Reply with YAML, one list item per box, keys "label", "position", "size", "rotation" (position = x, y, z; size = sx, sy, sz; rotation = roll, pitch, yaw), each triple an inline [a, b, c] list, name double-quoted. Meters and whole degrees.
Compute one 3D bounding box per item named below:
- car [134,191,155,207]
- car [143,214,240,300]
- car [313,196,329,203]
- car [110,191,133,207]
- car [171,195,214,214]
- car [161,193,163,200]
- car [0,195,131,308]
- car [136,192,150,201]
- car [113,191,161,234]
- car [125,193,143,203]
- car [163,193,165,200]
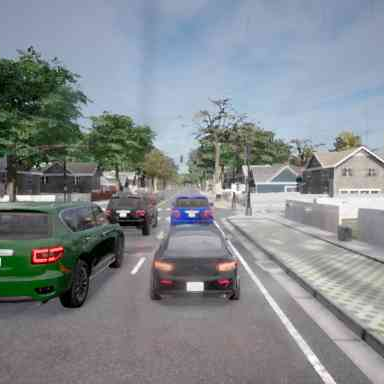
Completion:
- label: "car"
  position: [-6.572, 0.886, 46.856]
  size: [2.150, 2.045, 5.566]
  rotation: [0, 1, 0]
- label: "car"
  position: [0.070, 1.513, 8.230]
  size: [1.812, 1.442, 4.674]
  rotation: [0, 0, 0]
- label: "car"
  position: [13.296, 1.196, 34.409]
  size: [4.902, 1.511, 2.128]
  rotation: [0, 1, -2]
- label: "car"
  position: [-9.823, 0.885, 46.910]
  size: [2.150, 2.045, 5.566]
  rotation: [0, 1, 0]
- label: "car"
  position: [0.031, 1.158, 18.264]
  size: [2.150, 2.045, 5.566]
  rotation: [0, 0, 1]
- label: "car"
  position: [-6.551, 1.117, 56.264]
  size: [1.994, 1.385, 4.181]
  rotation: [0, 1, 1]
- label: "car"
  position: [-3.184, 1.209, 8.039]
  size: [2.150, 2.045, 5.566]
  rotation: [0, 0, 1]
- label: "car"
  position: [-9.732, 0.850, 66.564]
  size: [2.128, 1.511, 4.902]
  rotation: [0, 1, 1]
- label: "car"
  position: [-3.217, 1.157, 18.390]
  size: [2.150, 2.045, 5.566]
  rotation: [0, 0, 1]
- label: "car"
  position: [-9.805, 1.040, 56.590]
  size: [2.128, 1.511, 4.902]
  rotation: [0, 1, 0]
- label: "car"
  position: [-6.492, 0.854, 66.385]
  size: [2.128, 1.511, 4.902]
  rotation: [0, 1, 1]
